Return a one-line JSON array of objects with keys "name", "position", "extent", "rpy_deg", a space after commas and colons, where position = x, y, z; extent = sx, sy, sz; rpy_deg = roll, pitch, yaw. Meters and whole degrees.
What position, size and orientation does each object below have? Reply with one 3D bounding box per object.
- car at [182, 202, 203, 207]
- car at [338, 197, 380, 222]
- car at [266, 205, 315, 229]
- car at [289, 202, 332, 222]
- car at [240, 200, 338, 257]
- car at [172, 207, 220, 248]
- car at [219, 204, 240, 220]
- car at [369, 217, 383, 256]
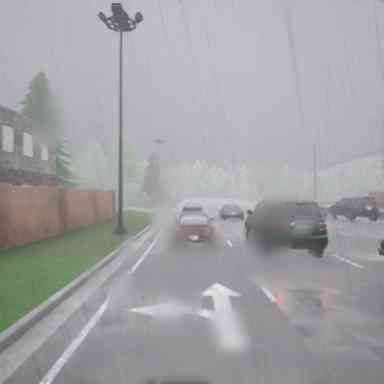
[{"name": "car", "position": [0.065, 1.719, 31.567], "extent": [1.882, 1.535, 5.008], "rpy_deg": [0, 0, 0]}, {"name": "car", "position": [14.067, 1.443, 29.079], "extent": [2.150, 2.045, 5.566], "rpy_deg": [0, 0, 0]}, {"name": "car", "position": [7.070, 1.735, 24.588], "extent": [2.033, 1.411, 5.357], "rpy_deg": [0, 0, 0]}, {"name": "car", "position": [10.565, 1.720, 30.017], "extent": [2.128, 1.511, 4.902], "rpy_deg": [0, 0, 0]}, {"name": "car", "position": [3.585, 1.325, 13.579], "extent": [2.150, 2.045, 5.566], "rpy_deg": [0, 0, 0]}, {"name": "car", "position": [0.082, 1.644, 15.410], "extent": [1.812, 1.442, 4.674], "rpy_deg": [0, 0, 0]}, {"name": "car", "position": [3.565, 1.797, 30.506], "extent": [1.994, 1.385, 4.181], "rpy_deg": [0, 0, 0]}, {"name": "car", "position": [7.088, 1.613, 8.570], "extent": [2.033, 1.411, 5.357], "rpy_deg": [0, 0, 0]}]
